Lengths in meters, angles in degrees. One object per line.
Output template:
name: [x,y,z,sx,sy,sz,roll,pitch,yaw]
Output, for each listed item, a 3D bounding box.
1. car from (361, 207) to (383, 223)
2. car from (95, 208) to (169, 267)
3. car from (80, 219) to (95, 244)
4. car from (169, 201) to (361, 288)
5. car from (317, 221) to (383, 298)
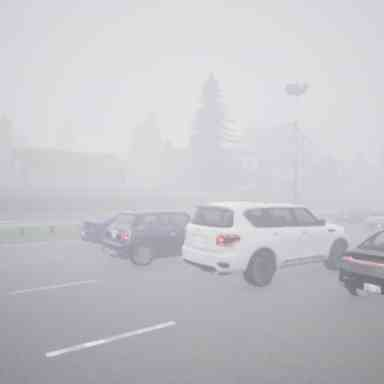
car: [13.435,1.833,21.930,4.718,1.301,1.895,1,0,-35]
car: [-0.754,1.413,11.808,4.553,1.767,2.097,1,0,-36]
car: [-2.403,1.543,14.932,5.008,1.535,1.882,1,0,-36]
car: [2.349,1.295,9.723,5.566,2.045,2.150,1,0,-35]
car: [5.283,1.576,7.516,4.902,1.511,2.128,1,0,-36]
